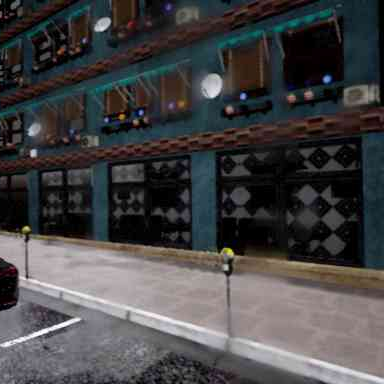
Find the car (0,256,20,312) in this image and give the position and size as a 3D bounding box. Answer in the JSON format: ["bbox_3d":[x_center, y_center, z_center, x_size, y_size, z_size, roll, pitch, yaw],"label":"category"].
[{"bbox_3d":[-5.068,1.575,6.505,4.313,1.339,1.947,0,-1,36],"label":"car"}]
